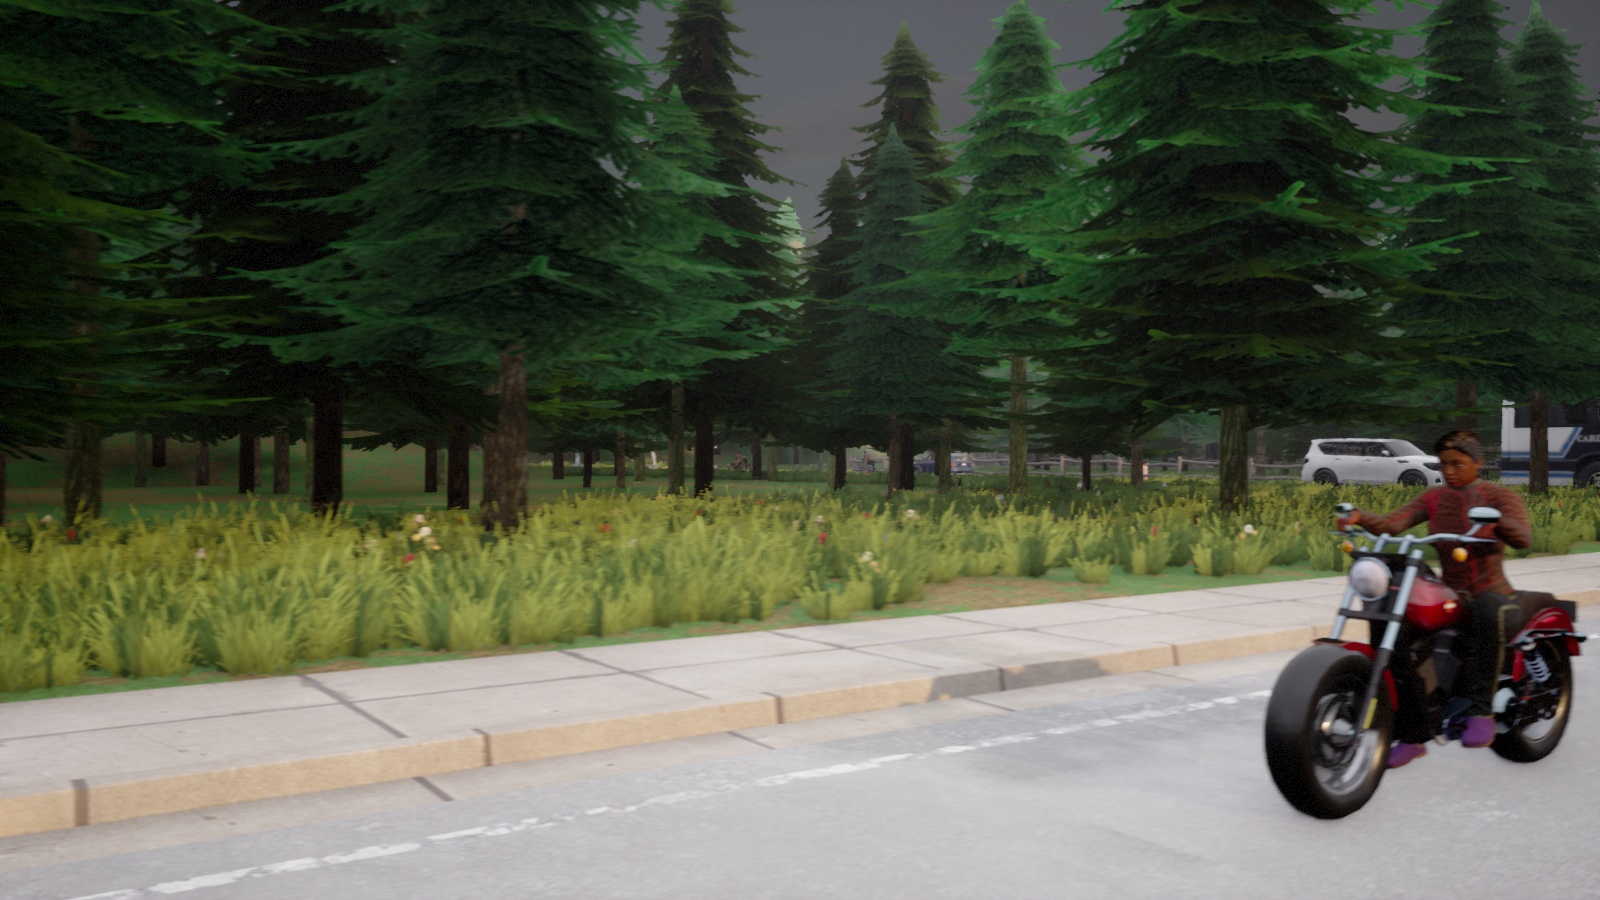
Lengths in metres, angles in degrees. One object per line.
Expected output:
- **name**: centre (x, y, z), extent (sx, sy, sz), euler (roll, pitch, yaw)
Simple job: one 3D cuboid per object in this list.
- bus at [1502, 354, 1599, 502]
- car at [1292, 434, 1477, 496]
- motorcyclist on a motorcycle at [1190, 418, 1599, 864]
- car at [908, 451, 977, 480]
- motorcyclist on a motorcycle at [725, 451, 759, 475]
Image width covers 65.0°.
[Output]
- **bus**: centre (25.881, -0.635, 35.118), extent (3.944, 4.253, 10.273), euler (0, 0, -32)
- **car**: centre (20.311, 0.494, 43.919), extent (2.150, 2.045, 5.566), euler (0, 0, -33)
- **motorcyclist on a motorcycle**: centre (2.825, 0.703, 5.624), extent (2.350, 1.649, 0.766), euler (0, 0, -35)
- **car**: centre (7.814, 0.849, 69.004), extent (1.789, 1.549, 3.705), euler (0, 0, -34)
- **motorcyclist on a motorcycle**: centre (-4.004, 0.908, 86.279), extent (2.350, 1.649, 0.766), euler (0, -2, -42)
